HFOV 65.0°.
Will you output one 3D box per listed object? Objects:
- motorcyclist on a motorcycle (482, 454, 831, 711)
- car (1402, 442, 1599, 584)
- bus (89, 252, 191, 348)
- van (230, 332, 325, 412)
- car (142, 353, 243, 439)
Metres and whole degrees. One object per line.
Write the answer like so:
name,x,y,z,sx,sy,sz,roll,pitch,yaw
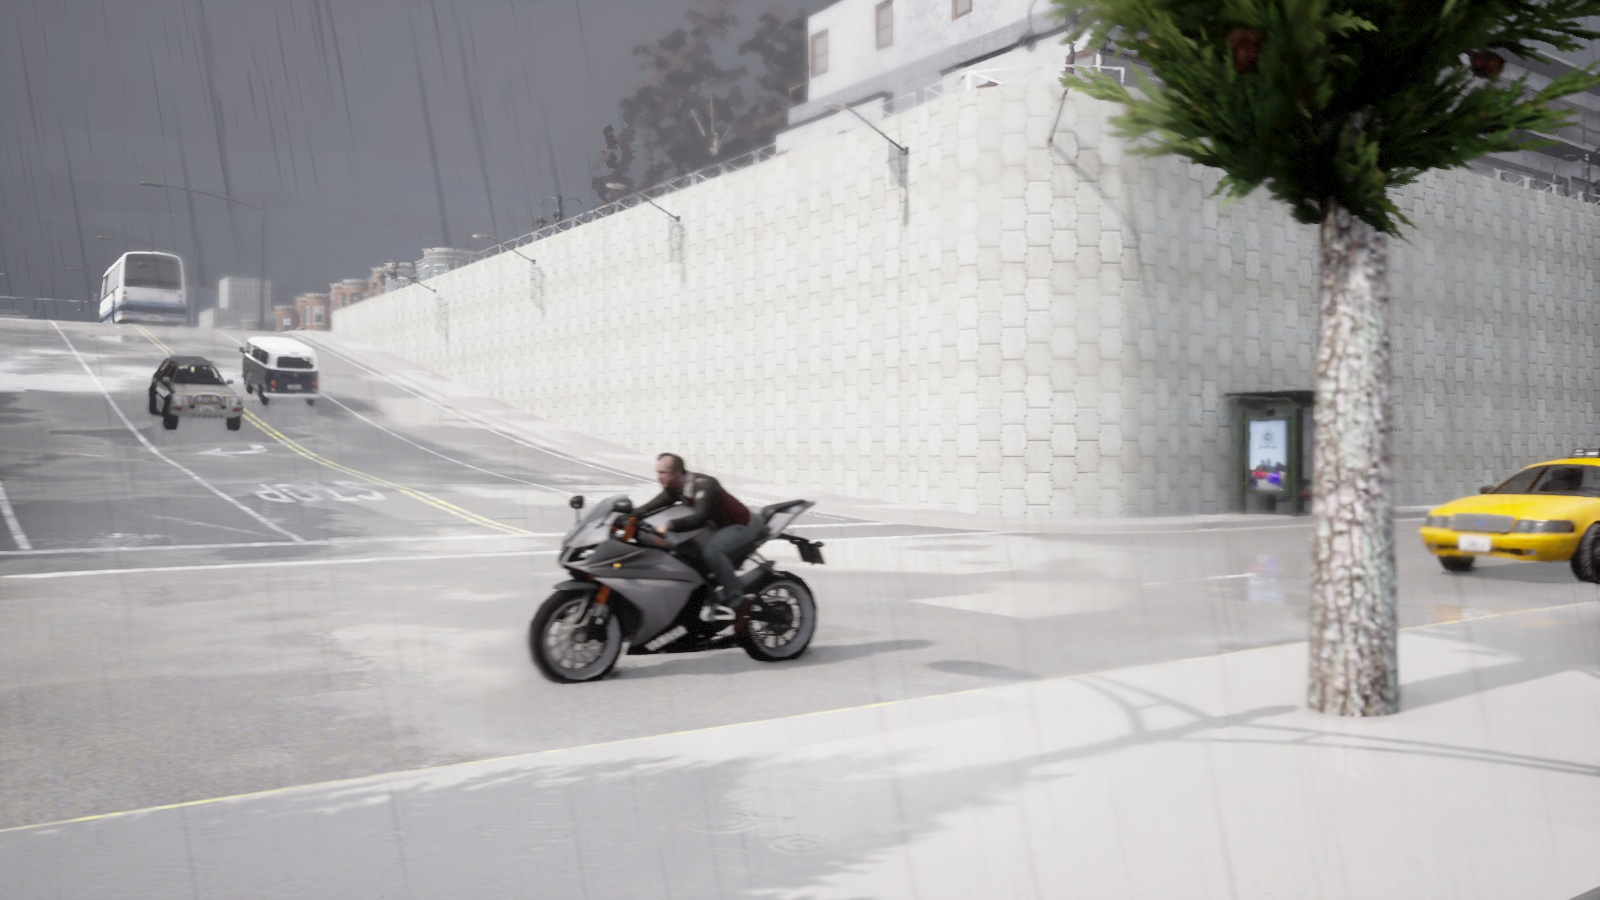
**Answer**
motorcyclist on a motorcycle,-0.933,0.797,8.491,2.191,1.530,0.866,0,0,-35
car,10.086,0.702,16.162,5.366,1.575,1.801,0,0,-35
bus,-37.895,-8.366,71.841,3.944,4.253,10.273,0,0,-35
van,-17.976,-2.706,43.081,2.069,2.038,4.480,0,11,-35
car,-17.792,-1.629,36.668,1.932,1.855,4.605,0,10,-35
